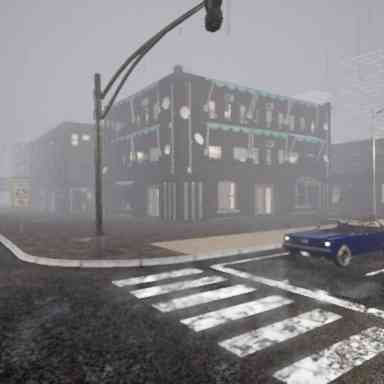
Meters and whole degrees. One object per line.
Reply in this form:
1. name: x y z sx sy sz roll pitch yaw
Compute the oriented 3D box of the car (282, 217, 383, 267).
1. car: 5.258 1.574 11.431 4.718 1.301 1.895 0 0 -35
